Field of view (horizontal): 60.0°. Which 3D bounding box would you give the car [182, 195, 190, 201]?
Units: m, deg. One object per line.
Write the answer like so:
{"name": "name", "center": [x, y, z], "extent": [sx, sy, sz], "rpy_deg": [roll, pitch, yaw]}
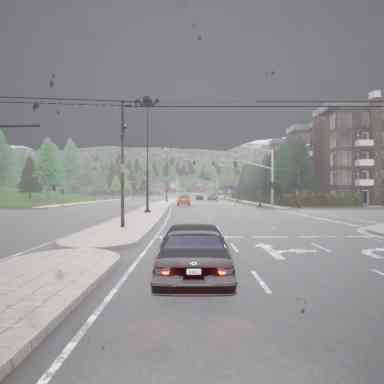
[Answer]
{"name": "car", "center": [-1.532, 1.523, 85.338], "extent": [1.812, 1.442, 4.674], "rpy_deg": [0, 0, 0]}

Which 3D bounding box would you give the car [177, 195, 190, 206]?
{"name": "car", "center": [-1.364, 1.352, 54.513], "extent": [2.097, 1.767, 4.553], "rpy_deg": [0, 0, -1]}

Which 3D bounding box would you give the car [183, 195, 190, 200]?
{"name": "car", "center": [-1.557, 1.571, 95.653], "extent": [1.895, 1.301, 4.718], "rpy_deg": [0, 0, 0]}

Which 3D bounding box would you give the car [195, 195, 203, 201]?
{"name": "car", "center": [1.962, 1.478, 87.658], "extent": [1.882, 1.535, 5.008], "rpy_deg": [0, 0, 0]}

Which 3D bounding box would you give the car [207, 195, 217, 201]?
{"name": "car", "center": [5.467, 1.539, 85.385], "extent": [2.033, 1.411, 5.357], "rpy_deg": [0, 0, 0]}

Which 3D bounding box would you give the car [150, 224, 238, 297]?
{"name": "car", "center": [0.041, 1.547, 8.768], "extent": [2.033, 1.411, 5.357], "rpy_deg": [0, 0, 0]}
